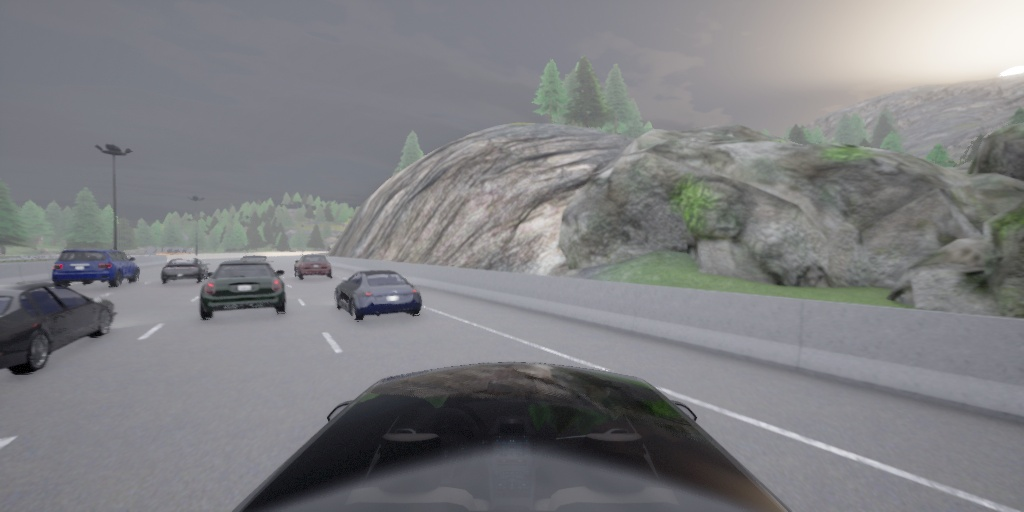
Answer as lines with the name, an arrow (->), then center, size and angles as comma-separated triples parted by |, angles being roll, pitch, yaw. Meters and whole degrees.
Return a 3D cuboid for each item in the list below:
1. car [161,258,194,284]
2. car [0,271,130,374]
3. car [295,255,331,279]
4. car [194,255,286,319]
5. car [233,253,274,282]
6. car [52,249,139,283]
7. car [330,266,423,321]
car -> -20.724, 0.882, 22.887 | 2.128, 1.511, 4.902 | -1, 1, -35
car -> -9.362, 1.211, 6.567 | 2.033, 1.411, 5.357 | -1, 1, -35
car -> -14.841, 0.688, 26.684 | 2.097, 1.767, 4.553 | -1, 1, -35
car -> -9.060, 0.924, 12.279 | 2.097, 1.767, 4.553 | -1, 1, -35
car -> -17.701, 0.717, 24.668 | 2.097, 1.767, 4.553 | -1, 1, -35
car -> -22.996, 0.654, 20.024 | 2.150, 2.045, 5.566 | -1, 1, -35
car -> -4.523, 1.147, 11.879 | 1.994, 1.385, 4.181 | -1, 1, -35
